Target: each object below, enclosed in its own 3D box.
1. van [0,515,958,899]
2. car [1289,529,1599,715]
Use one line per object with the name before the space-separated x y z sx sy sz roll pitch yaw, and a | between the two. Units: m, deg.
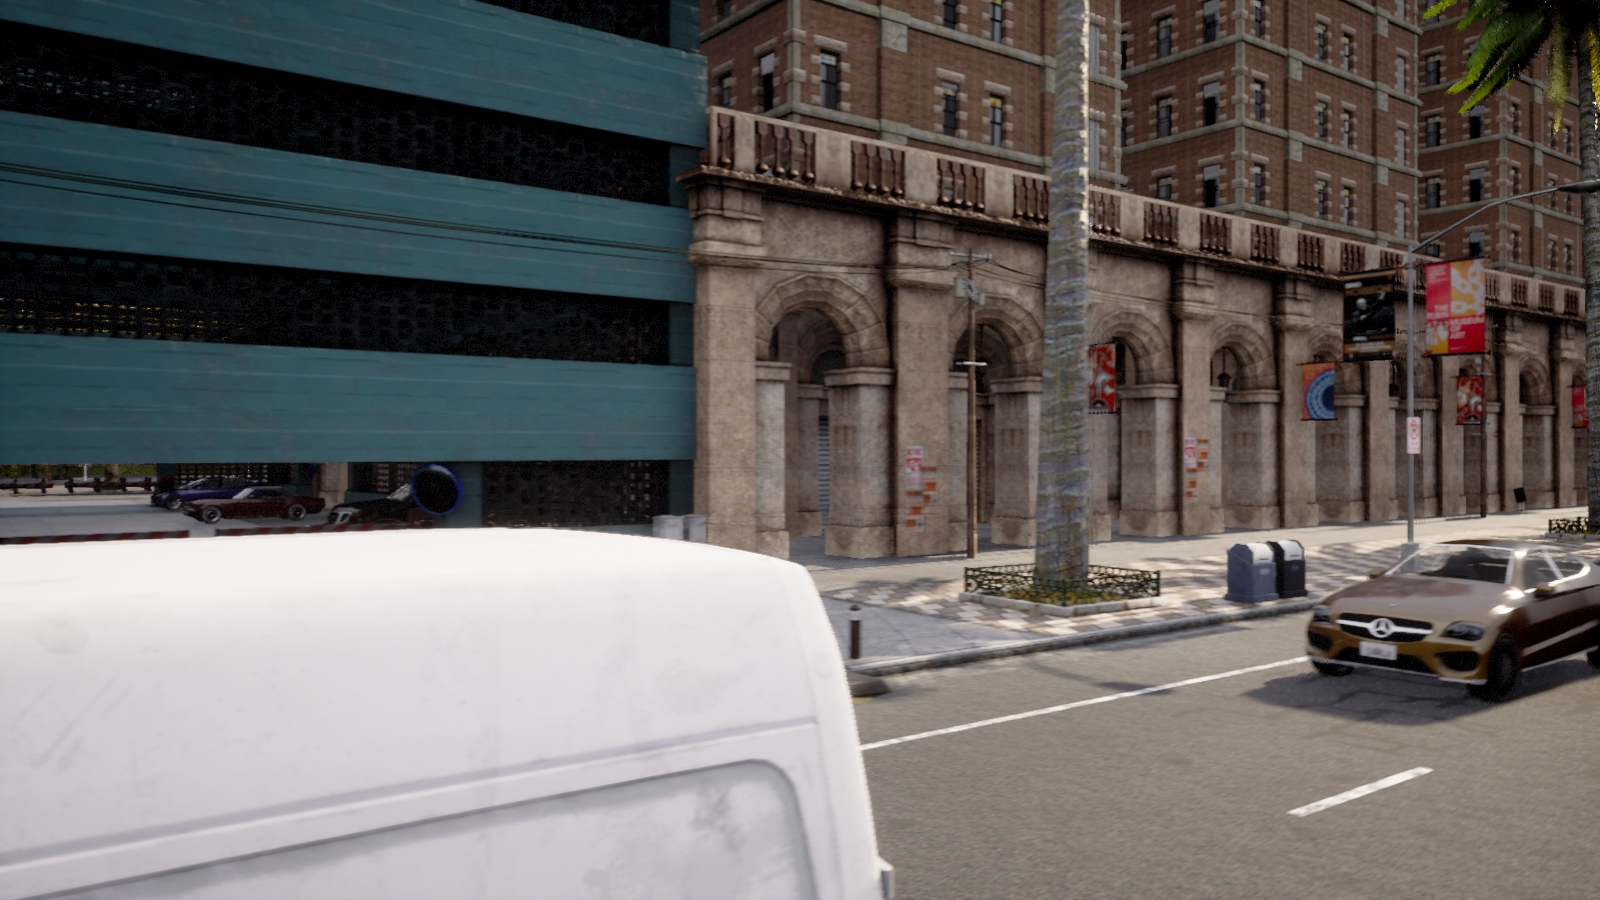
van | -2.578 1.534 1.900 5.915 2.561 1.988 0 0 -36
car | 8.605 1.992 14.514 5.027 1.651 2.152 0 0 -36
